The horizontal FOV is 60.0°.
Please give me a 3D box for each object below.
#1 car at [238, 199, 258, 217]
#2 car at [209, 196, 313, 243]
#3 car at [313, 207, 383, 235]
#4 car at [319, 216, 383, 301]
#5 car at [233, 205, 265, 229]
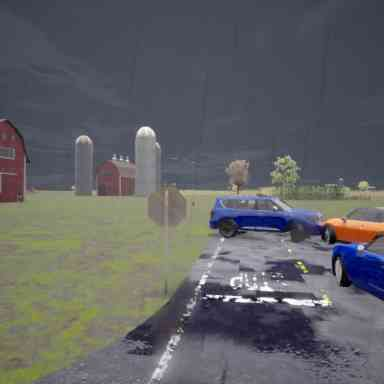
[{"bbox_3d":[5.504,1.502,33.003,1.837,1.490,4.892,0,0,9],"label":"car"},{"bbox_3d":[3.568,1.218,16.359,5.566,2.045,2.150,0,0,28],"label":"car"},{"bbox_3d":[7.125,1.365,13.049,2.097,1.767,4.553,0,0,-14],"label":"car"},{"bbox_3d":[4.473,1.480,6.311,1.882,1.535,5.008,0,0,-3],"label":"car"},{"bbox_3d":[3.849,1.601,22.696,1.895,1.301,4.718,0,0,9],"label":"car"}]
